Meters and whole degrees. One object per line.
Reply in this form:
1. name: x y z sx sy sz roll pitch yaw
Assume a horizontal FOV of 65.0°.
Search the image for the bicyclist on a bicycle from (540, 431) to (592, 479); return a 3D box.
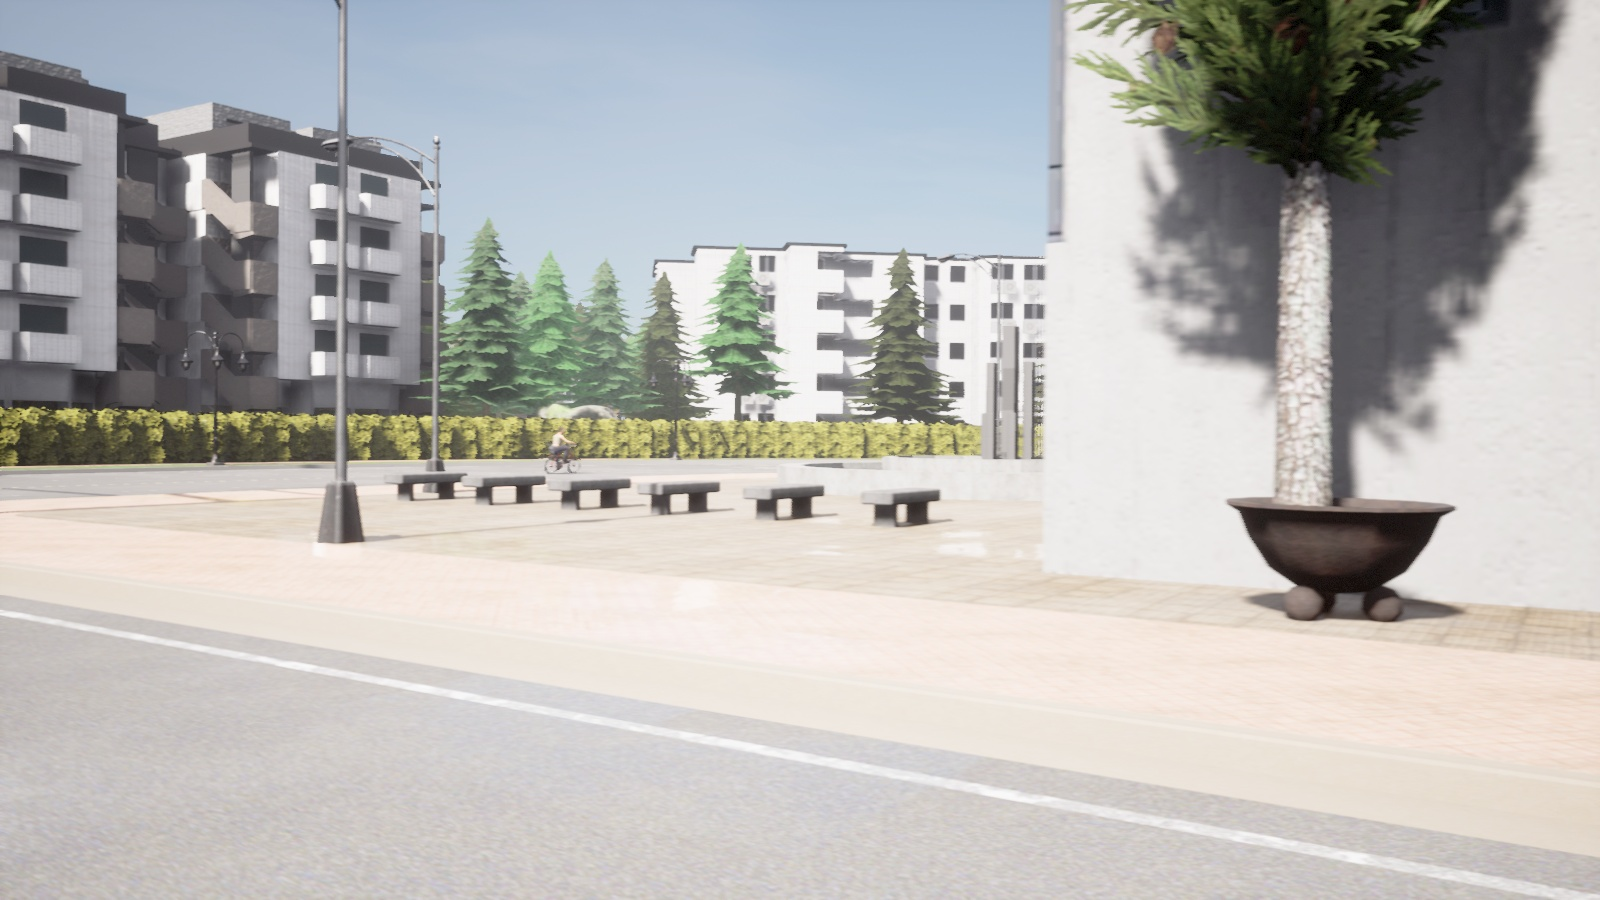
1. bicyclist on a bicycle: -7.933 0.158 42.664 0.866 1.612 1.509 1 2 42
